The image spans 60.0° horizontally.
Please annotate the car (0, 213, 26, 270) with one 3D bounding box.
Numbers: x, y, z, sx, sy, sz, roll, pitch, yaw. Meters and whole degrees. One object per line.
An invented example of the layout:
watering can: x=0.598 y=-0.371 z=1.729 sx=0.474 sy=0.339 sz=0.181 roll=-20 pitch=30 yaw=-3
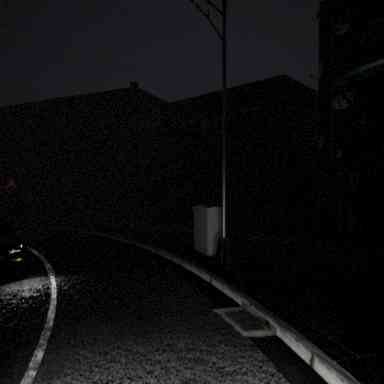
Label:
car: x=-6.330 y=1.398 z=9.951 sx=1.837 sy=1.490 sz=4.892 roll=1 pitch=0 yaw=-37
